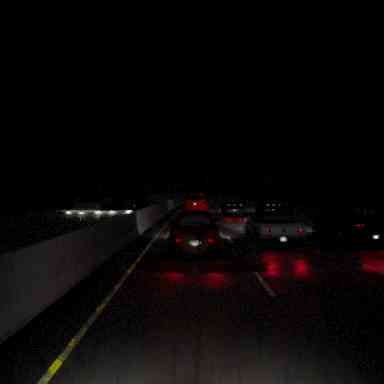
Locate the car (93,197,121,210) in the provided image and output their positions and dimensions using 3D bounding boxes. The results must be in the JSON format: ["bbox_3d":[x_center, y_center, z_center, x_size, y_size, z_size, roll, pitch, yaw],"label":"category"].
[{"bbox_3d":[-10.072,1.339,40.691,1.882,1.535,5.008,0,0,2],"label":"car"}]

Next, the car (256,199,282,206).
[{"bbox_3d":[7.385,1.382,32.073,2.128,1.511,4.902,0,0,2],"label":"car"}]

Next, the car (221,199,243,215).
[{"bbox_3d":[3.883,1.382,32.076,2.128,1.511,4.902,0,0,2],"label":"car"}]

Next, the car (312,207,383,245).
[{"bbox_3d":[7.103,1.454,15.232,1.837,1.490,4.892,0,1,0],"label":"car"}]

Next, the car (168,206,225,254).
[{"bbox_3d":[0.090,1.481,13.125,1.812,1.442,4.674,0,0,0],"label":"car"}]

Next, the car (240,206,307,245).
[{"bbox_3d":[3.604,1.548,15.276,1.895,1.301,4.718,0,0,0],"label":"car"}]

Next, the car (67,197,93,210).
[{"bbox_3d":[-13.570,1.339,40.784,1.882,1.535,5.008,0,0,2],"label":"car"}]

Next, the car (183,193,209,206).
[{"bbox_3d":[0.361,1.115,31.190,2.150,2.045,5.566,0,0,2],"label":"car"}]

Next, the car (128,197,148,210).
[{"bbox_3d":[-6.565,1.366,40.875,1.837,1.490,4.892,0,0,2],"label":"car"}]
